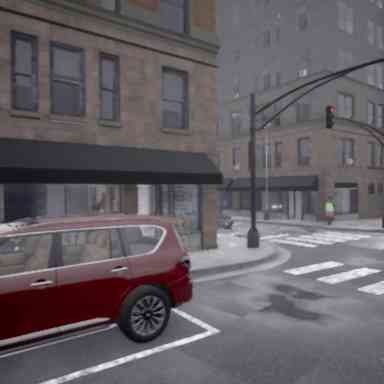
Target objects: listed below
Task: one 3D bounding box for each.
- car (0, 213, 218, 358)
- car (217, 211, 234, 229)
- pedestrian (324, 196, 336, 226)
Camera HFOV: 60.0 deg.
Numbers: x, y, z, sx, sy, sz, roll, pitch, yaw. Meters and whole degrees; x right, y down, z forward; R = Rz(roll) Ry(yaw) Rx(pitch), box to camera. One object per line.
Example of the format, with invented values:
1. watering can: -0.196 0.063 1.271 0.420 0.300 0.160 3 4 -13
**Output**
1. car: -2.289 1.316 4.913 5.009 1.841 2.192 0 -1 -35
2. car: 0.706 1.650 21.859 1.812 1.442 4.674 -1 0 -36
3. pedestrian: 8.805 1.174 21.261 0.375 1.860 0.375 -1 1 -36
